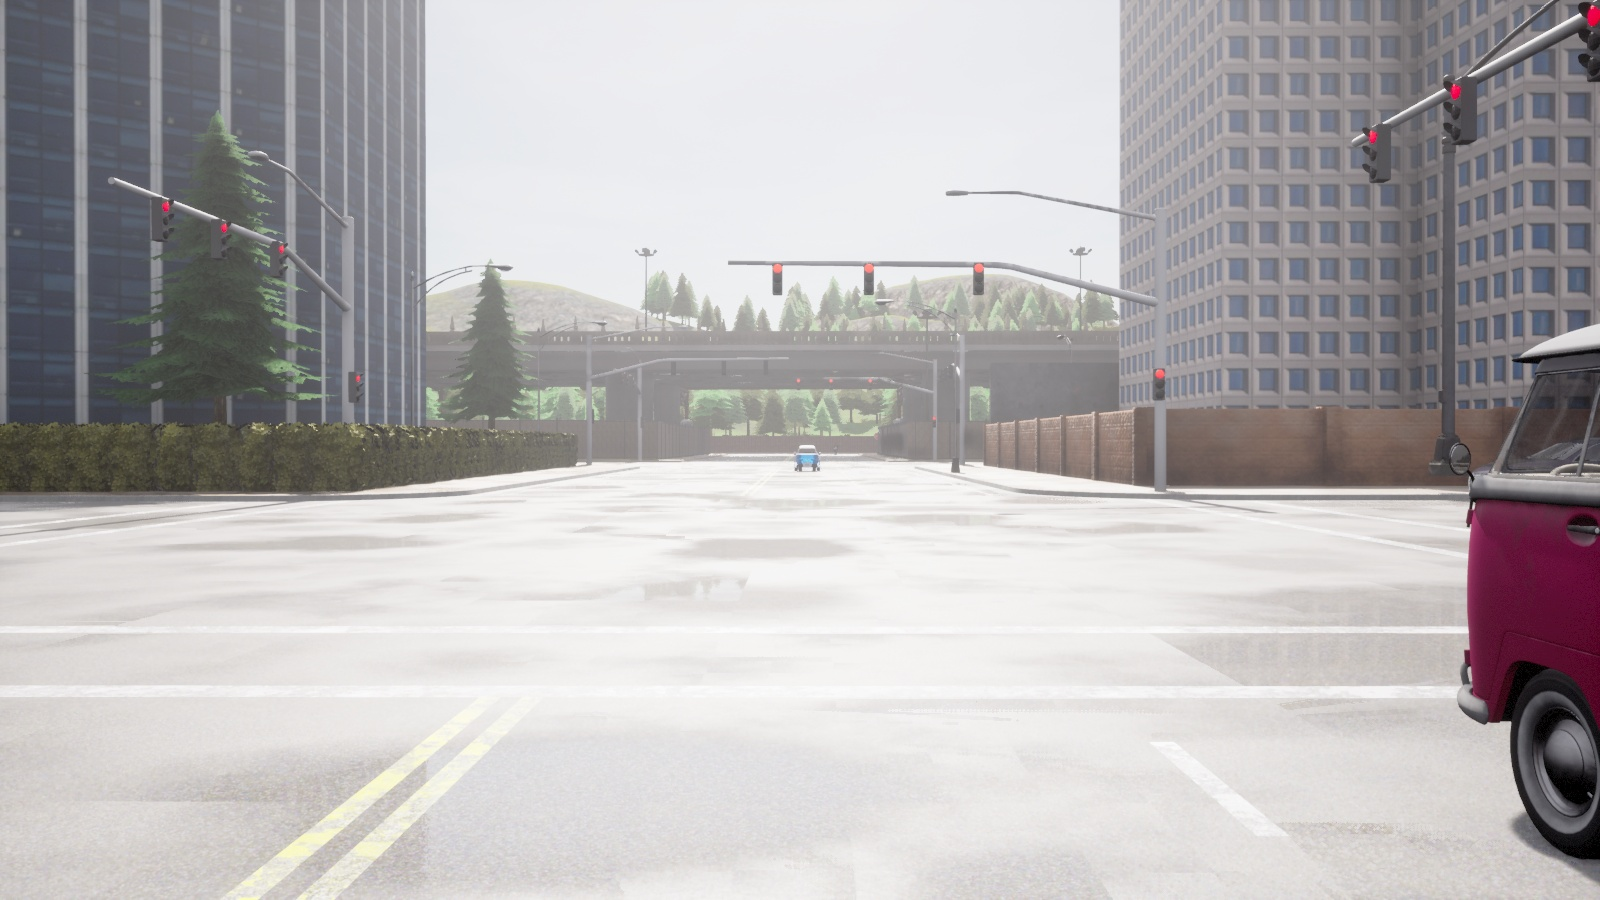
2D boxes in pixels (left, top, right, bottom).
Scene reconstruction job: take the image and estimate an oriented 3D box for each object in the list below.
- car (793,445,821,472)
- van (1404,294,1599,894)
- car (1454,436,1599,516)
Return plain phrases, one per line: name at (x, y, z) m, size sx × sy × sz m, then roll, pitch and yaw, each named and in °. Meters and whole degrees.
car at (0.383, 0.426, 66.471) m, size 1.481 × 1.376 × 2.207 m, roll 0°, pitch 1°, yaw 0°
van at (3.533, 0.483, 3.300) m, size 1.775 × 1.987 × 4.442 m, roll 0°, pitch 0°, yaw 0°
car at (17.088, 0.537, 27.131) m, size 4.856 × 1.649 × 2.033 m, roll 0°, pitch 0°, yaw 1°
